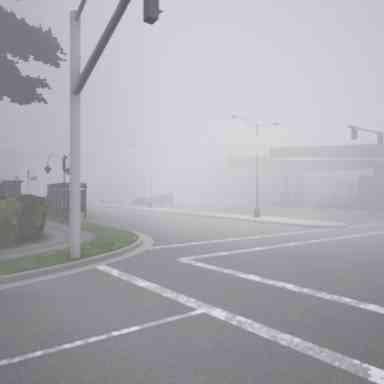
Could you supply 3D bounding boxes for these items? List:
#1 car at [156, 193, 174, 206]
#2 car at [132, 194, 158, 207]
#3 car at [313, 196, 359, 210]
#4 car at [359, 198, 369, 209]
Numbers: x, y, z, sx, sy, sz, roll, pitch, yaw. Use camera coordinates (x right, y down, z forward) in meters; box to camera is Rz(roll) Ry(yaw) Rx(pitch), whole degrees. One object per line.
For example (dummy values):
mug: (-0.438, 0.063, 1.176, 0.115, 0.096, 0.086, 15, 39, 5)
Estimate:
car: (-5.080, 1.239, 55.012, 2.150, 2.045, 5.566, 0, 0, -35)
car: (-7.928, 1.493, 52.978, 1.882, 1.535, 5.008, 0, 0, -35)
car: (17.052, 1.319, 40.355, 2.242, 1.667, 4.611, 0, 0, -35)
car: (21.319, 1.484, 44.277, 1.970, 1.475, 3.806, 0, 0, -35)
